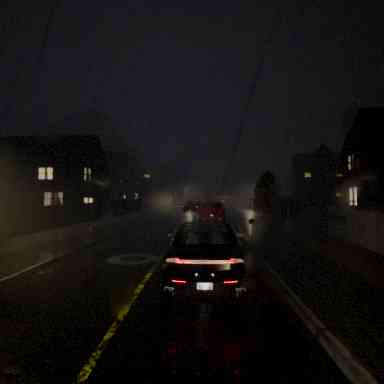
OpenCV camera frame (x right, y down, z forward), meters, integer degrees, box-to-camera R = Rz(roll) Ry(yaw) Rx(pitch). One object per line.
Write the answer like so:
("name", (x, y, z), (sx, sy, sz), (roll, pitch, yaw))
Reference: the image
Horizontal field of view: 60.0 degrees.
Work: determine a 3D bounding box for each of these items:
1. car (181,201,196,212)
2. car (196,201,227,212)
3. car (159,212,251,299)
("car", (0.126, 1.616, 36.421), (1.895, 1.301, 4.718), (0, 0, 9))
("car", (1.644, 1.477, 25.552), (1.882, 1.535, 5.008), (0, 0, 6))
("car", (0.341, 1.496, 8.454), (2.128, 1.511, 4.902), (0, 0, 3))
